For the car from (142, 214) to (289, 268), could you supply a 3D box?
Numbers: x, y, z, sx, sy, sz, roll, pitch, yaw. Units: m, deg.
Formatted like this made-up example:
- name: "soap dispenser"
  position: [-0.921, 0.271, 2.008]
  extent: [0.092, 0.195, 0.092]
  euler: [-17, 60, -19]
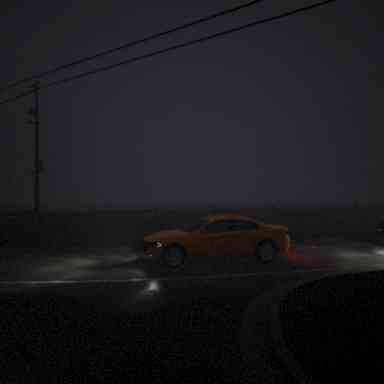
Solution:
- name: "car"
  position: [0.811, 1.543, 11.354]
  extent: [5.008, 1.535, 1.882]
  euler: [0, 0, -14]

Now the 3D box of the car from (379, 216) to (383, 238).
- name: "car"
  position: [10.909, 1.220, 14.885]
  extent: [5.566, 2.045, 2.150]
  euler: [0, -1, -27]
